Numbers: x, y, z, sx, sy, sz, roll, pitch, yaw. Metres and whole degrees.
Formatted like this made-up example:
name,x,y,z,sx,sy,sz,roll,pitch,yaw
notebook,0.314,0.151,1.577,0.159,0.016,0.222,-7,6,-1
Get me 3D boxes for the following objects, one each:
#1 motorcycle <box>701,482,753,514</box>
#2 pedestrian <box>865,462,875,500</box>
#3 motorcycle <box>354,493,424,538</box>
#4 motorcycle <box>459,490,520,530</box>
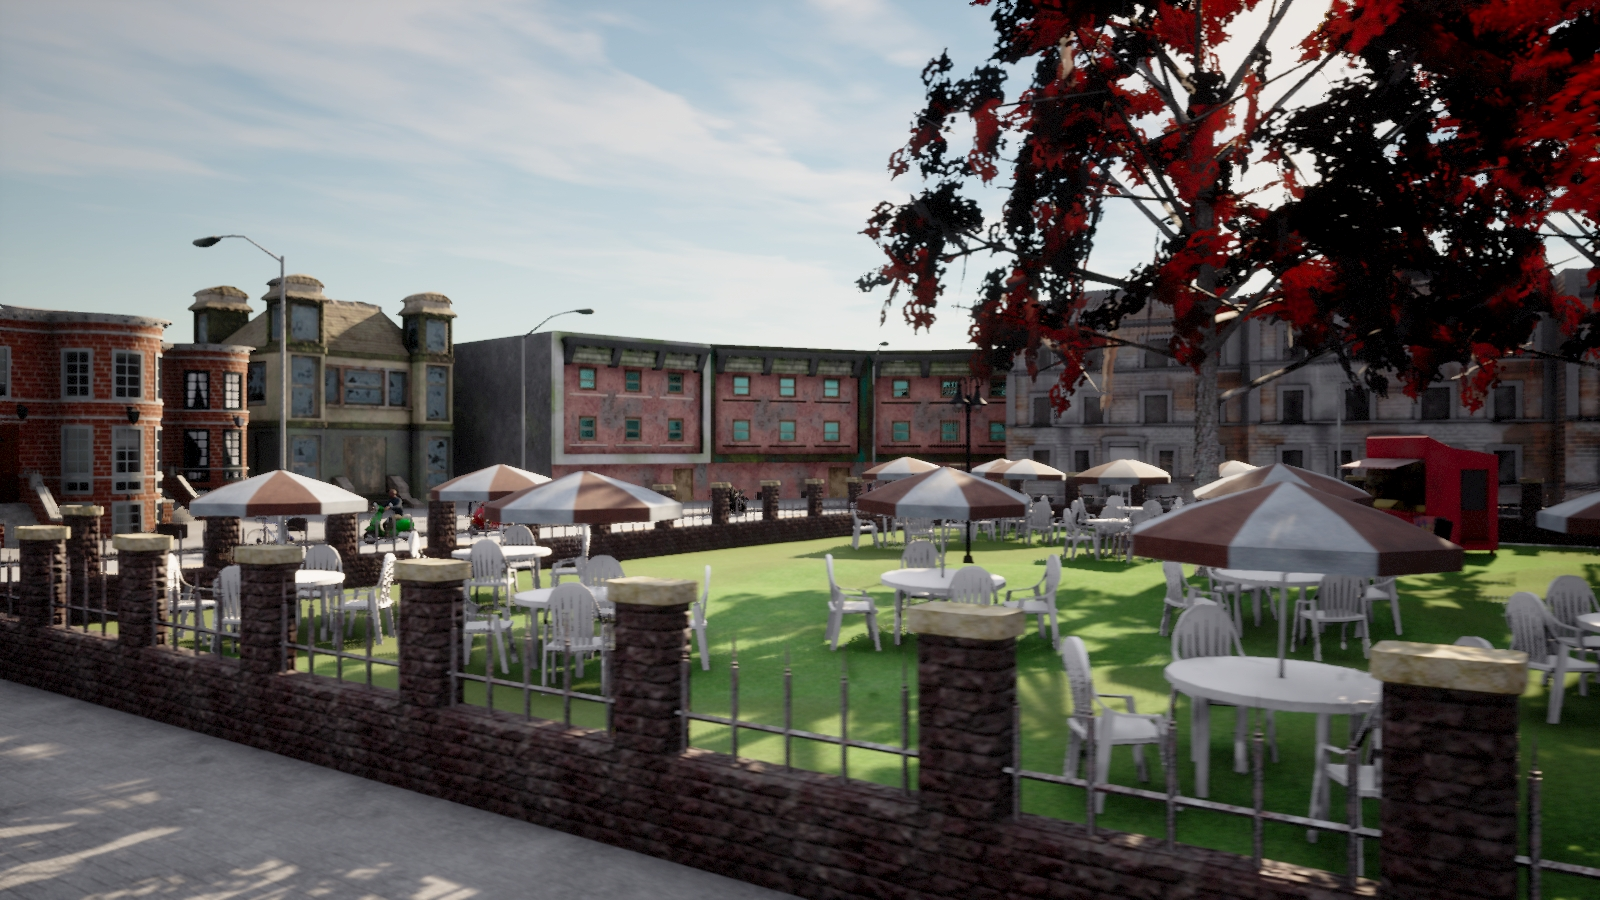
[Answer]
name,x,y,z,sx,sy,sz,roll,pitch,yaw
motorcycle,-3.050,1.985,47.708,0.867,1.251,2.209,1,1,40
pedestrian,3.480,1.525,56.688,0.375,1.860,0.375,0,0,-31
motorcycle,-12.348,1.962,34.382,0.856,1.236,1.805,0,0,35
motorcycle,-10.175,1.961,37.474,0.856,1.236,1.805,0,-1,35
